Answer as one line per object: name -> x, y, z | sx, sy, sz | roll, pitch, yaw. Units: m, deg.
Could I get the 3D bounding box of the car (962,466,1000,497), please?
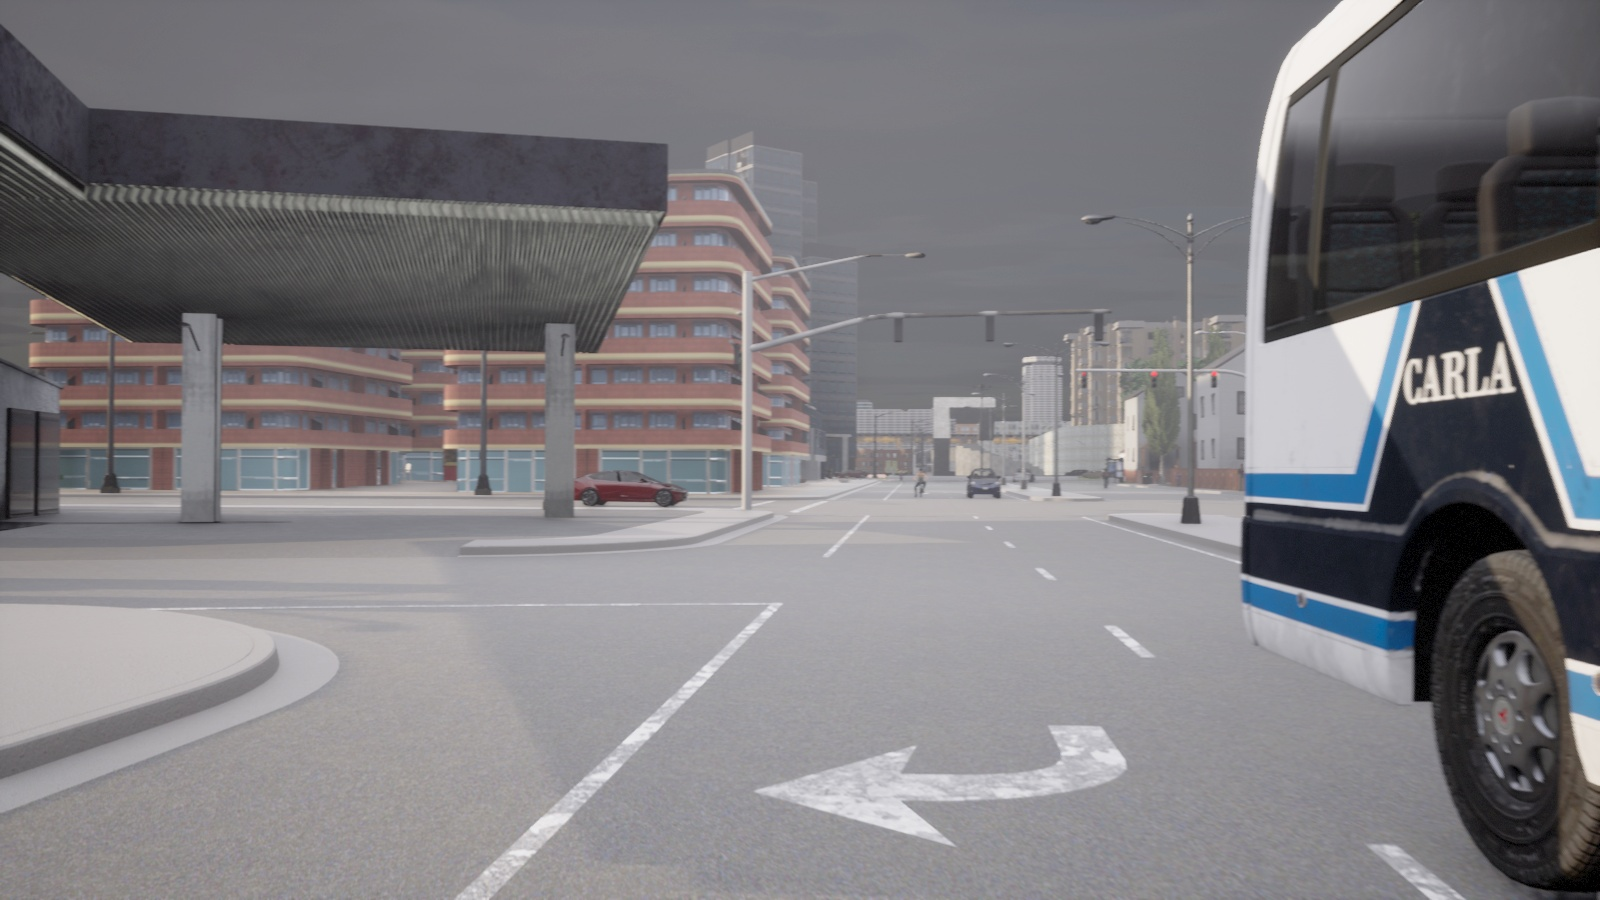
car -> 9.897, 1.693, 68.733 | 1.851, 1.617, 3.988 | 0, -1, 5

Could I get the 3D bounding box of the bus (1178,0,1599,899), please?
bus -> 4.060, -0.552, 2.164 | 3.944, 4.253, 10.273 | 0, -1, 2

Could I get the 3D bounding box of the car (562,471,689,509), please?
car -> -7.091, 1.614, 51.319 | 4.792, 1.488, 2.163 | 0, -1, 4
